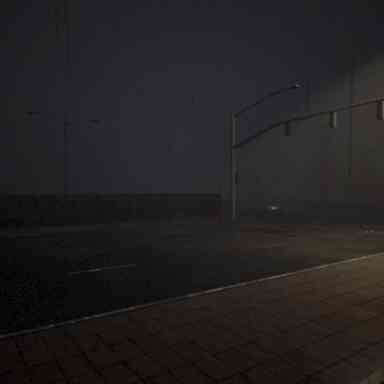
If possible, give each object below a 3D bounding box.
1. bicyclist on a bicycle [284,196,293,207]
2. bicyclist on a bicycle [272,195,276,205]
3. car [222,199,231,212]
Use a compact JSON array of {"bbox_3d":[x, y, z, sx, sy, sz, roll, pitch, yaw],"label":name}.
[{"bbox_3d":[14.277,1.428,49.076,1.656,1.620,0.582,0,0,-22],"label":"bicyclist on a bicycle"},{"bbox_3d":[13.309,1.274,53.991,0.582,1.620,1.656,0,0,22],"label":"bicyclist on a bicycle"},{"bbox_3d":[2.592,1.462,37.893,1.882,1.535,5.008,0,0,-34],"label":"car"}]
